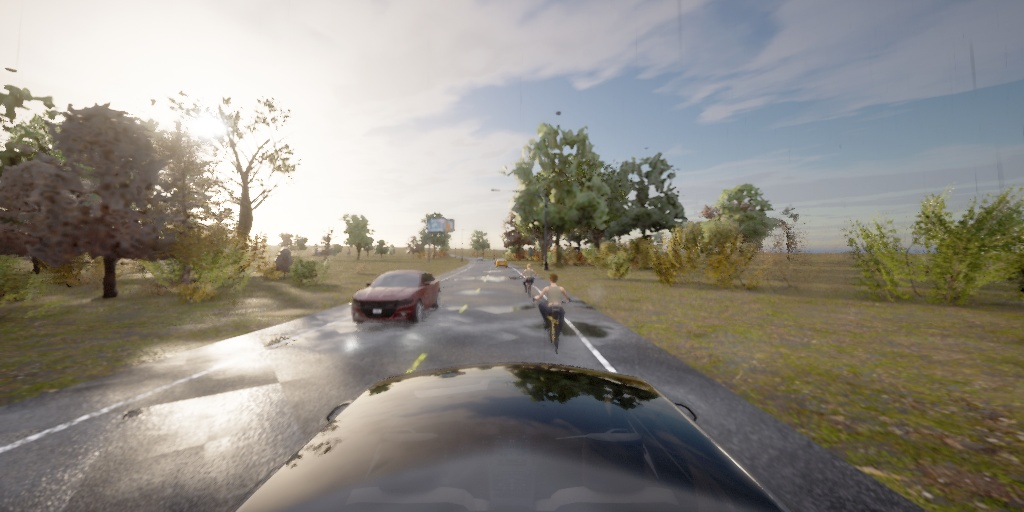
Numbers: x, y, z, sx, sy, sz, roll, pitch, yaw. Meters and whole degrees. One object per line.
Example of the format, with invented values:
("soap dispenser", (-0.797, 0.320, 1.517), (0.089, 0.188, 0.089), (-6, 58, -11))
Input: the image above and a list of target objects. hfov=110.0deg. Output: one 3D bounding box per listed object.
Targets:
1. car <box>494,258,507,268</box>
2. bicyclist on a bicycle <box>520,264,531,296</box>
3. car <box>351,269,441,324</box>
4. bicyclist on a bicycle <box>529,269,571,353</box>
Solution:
("car", (-1.795, 1.162, 61.350), (1.882, 1.535, 5.008), (0, 0, -3))
("bicyclist on a bicycle", (0.812, 1.177, 17.468), (0.866, 1.612, 1.509), (0, 0, -1))
("car", (-3.685, 1.223, 12.224), (1.882, 1.535, 5.008), (0, 0, -1))
("bicyclist on a bicycle", (0.896, 1.184, 7.829), (0.866, 1.612, 1.509), (0, 0, 0))
